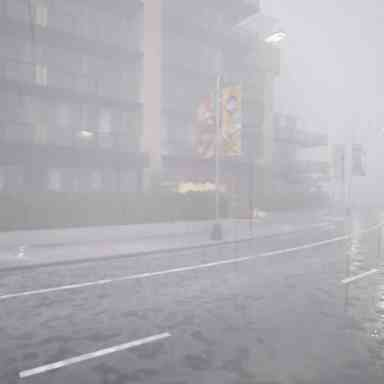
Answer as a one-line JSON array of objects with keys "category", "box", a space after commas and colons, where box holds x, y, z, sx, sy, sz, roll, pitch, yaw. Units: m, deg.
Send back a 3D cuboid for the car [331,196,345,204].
[{"category": "car", "box": [26.943, 1.701, 63.355, 1.895, 1.301, 4.718, 0, 0, -15]}]
